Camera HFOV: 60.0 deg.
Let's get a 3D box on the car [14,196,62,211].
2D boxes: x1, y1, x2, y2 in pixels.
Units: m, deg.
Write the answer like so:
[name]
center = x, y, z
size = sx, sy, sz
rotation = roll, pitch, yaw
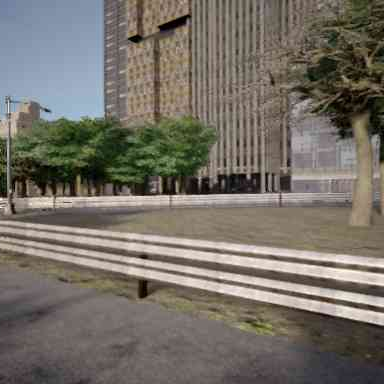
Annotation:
[car]
center = -16.387, 1.170, 34.825
size = 5.366, 1.575, 1.801
rotation = -1, 0, 4
